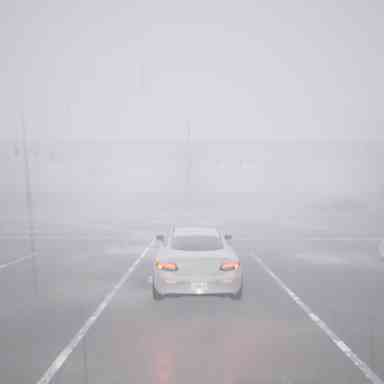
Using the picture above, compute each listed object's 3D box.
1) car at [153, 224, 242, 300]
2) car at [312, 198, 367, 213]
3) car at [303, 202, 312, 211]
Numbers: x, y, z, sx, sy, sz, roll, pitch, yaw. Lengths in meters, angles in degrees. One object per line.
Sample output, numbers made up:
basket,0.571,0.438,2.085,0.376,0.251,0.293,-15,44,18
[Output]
car,0.071,1.526,8.277,1.812,1.442,4.674,0,0,-1
car,15.503,1.437,34.525,4.892,1.490,1.837,0,0,0
car,15.259,1.428,38.135,4.902,1.511,2.128,0,0,2
